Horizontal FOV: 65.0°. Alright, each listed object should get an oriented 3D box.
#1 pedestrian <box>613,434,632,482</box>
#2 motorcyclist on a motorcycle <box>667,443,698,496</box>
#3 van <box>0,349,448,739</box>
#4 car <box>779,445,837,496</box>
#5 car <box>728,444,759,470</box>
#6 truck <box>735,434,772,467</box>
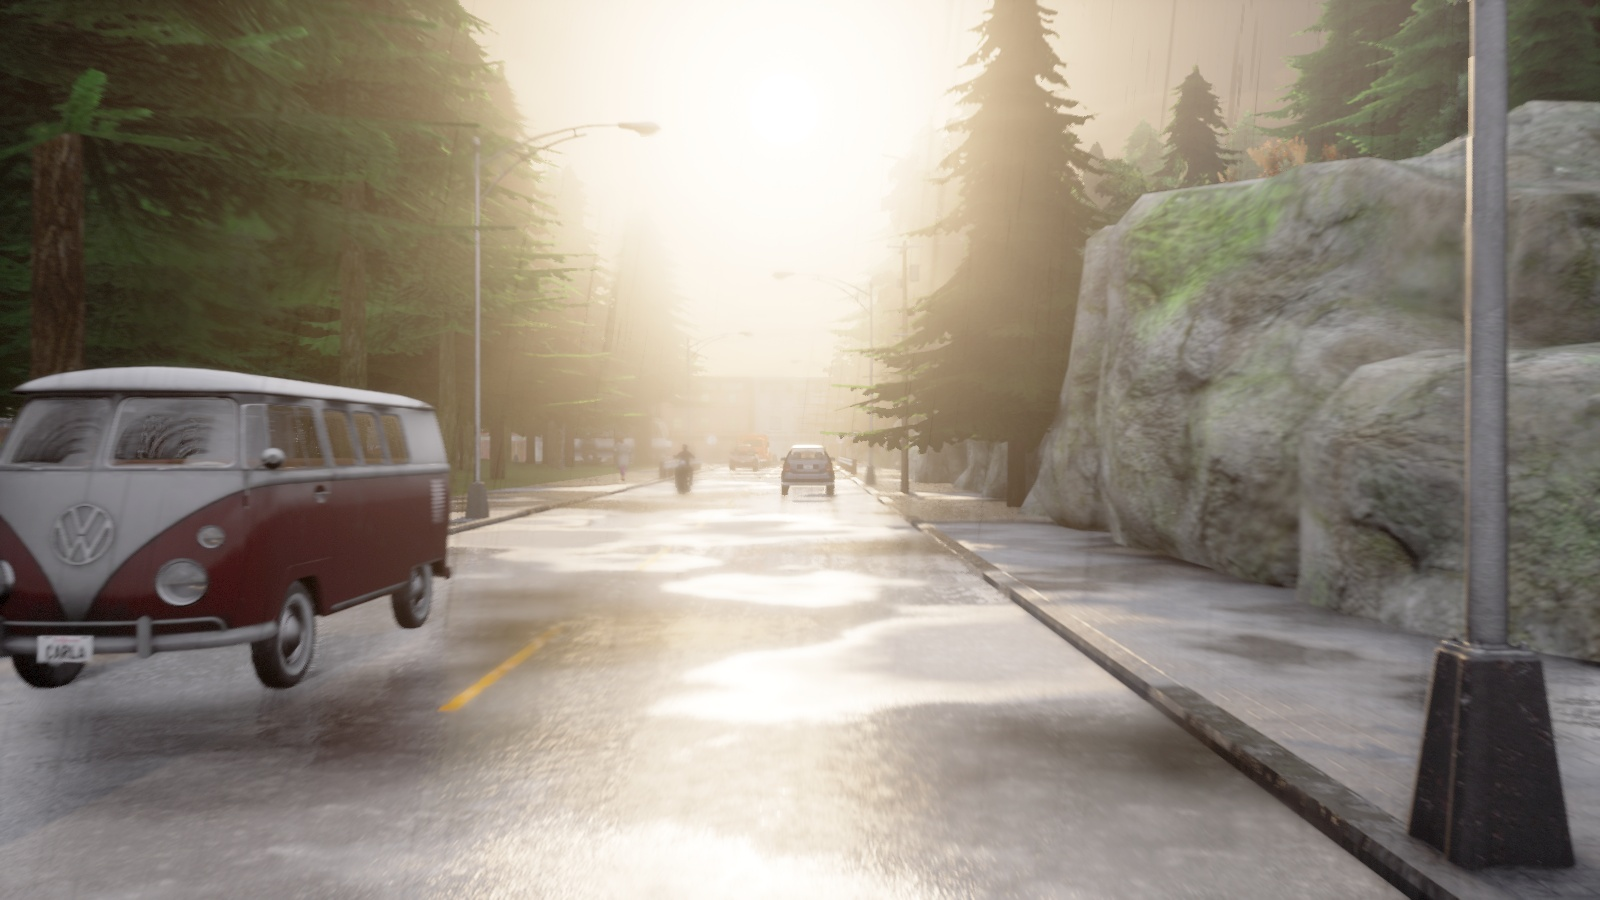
[{"bbox_3d":[-7.249,0.323,51.225,0.659,1.952,0.873,0,0,-2],"label":"pedestrian"},{"bbox_3d":[-3.746,0.594,40.185,0.766,1.649,2.350,0,0,0],"label":"motorcyclist on a motorcycle"},{"bbox_3d":[-3.934,0.476,8.618,1.775,1.987,4.442,0,0,0],"label":"van"},{"bbox_3d":[0.254,0.625,40.269,1.789,1.549,3.705,0,0,0],"label":"car"},{"bbox_3d":[-3.591,0.442,80.425,1.851,1.617,3.988,0,0,0],"label":"car"},{"bbox_3d":[-3.555,0.017,96.574,2.627,2.467,5.204,0,0,0],"label":"truck"}]
